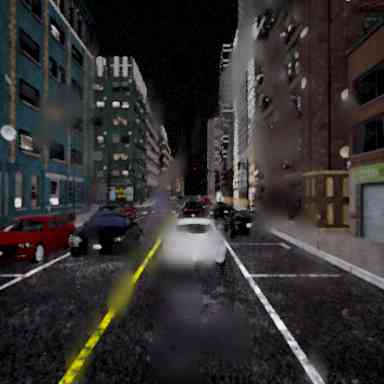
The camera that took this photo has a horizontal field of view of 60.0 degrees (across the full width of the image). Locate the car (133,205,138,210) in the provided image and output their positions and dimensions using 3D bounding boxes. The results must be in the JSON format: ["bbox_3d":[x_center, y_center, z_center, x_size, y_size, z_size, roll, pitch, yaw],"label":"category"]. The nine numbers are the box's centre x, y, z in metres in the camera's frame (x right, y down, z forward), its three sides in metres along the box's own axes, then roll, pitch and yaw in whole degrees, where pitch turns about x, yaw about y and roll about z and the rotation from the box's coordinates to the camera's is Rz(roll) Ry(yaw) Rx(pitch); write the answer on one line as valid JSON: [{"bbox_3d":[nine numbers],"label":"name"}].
[{"bbox_3d":[-5.681,1.635,28.638,1.802,1.307,4.206,0,0,0],"label":"car"}]

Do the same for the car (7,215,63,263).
[{"bbox_3d":[-5.682,1.566,12.068,1.887,1.381,4.507,0,0,0],"label":"car"}]

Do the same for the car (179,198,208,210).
[{"bbox_3d":[0.095,1.557,28.150,1.837,1.490,4.892,0,0,0],"label":"car"}]

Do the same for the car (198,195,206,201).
[{"bbox_3d":[2.705,1.638,88.669,1.967,1.590,4.097,0,0,0],"label":"car"}]

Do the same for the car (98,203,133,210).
[{"bbox_3d":[-5.681,1.608,23.115,1.947,1.339,4.313,0,0,0],"label":"car"}]

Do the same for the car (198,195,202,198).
[{"bbox_3d":[2.704,1.594,72.087,1.967,1.590,4.097,0,0,0],"label":"car"}]

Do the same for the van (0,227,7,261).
[{"bbox_3d":[-5.680,1.353,6.545,1.690,1.788,3.998,0,0,0],"label":"van"}]

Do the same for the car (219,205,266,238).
[{"bbox_3d":[2.700,1.597,17.578,1.947,1.339,4.313,0,0,0],"label":"car"}]

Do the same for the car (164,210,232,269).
[{"bbox_3d":[0.090,1.545,11.159,1.812,1.442,4.674,0,0,0],"label":"car"}]

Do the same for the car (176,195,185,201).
[{"bbox_3d":[-2.992,1.693,86.635,1.837,1.490,4.892,0,0,0],"label":"car"}]

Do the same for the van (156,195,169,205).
[{"bbox_3d":[-5.677,1.467,61.033,1.690,1.788,3.998,0,0,0],"label":"van"}]

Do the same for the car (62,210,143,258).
[{"bbox_3d":[-3.096,1.587,12.796,1.994,1.385,4.181,0,0,0],"label":"car"}]

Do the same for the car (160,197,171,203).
[{"bbox_3d":[-5.677,1.699,72.088,1.887,1.381,4.507,0,0,0],"label":"car"}]

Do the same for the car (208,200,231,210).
[{"bbox_3d":[2.700,1.619,28.625,1.947,1.339,4.313,0,0,0],"label":"car"}]

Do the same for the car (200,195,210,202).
[{"bbox_3d":[2.703,1.708,61.031,1.802,1.307,4.206,0,0,0],"label":"car"}]
